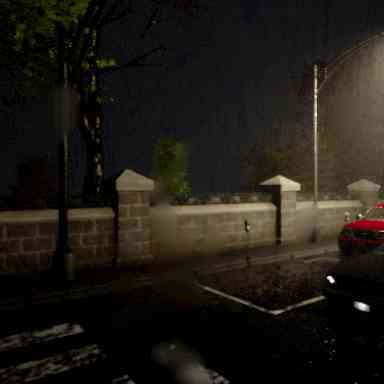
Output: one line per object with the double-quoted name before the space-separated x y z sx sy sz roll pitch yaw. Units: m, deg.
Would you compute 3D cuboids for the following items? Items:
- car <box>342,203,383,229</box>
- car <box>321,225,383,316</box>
"car" 7.280 1.310 11.755 5.009 1.841 2.192 0 0 -35
"car" 5.138 1.544 7.002 5.357 1.411 2.033 0 0 -31
